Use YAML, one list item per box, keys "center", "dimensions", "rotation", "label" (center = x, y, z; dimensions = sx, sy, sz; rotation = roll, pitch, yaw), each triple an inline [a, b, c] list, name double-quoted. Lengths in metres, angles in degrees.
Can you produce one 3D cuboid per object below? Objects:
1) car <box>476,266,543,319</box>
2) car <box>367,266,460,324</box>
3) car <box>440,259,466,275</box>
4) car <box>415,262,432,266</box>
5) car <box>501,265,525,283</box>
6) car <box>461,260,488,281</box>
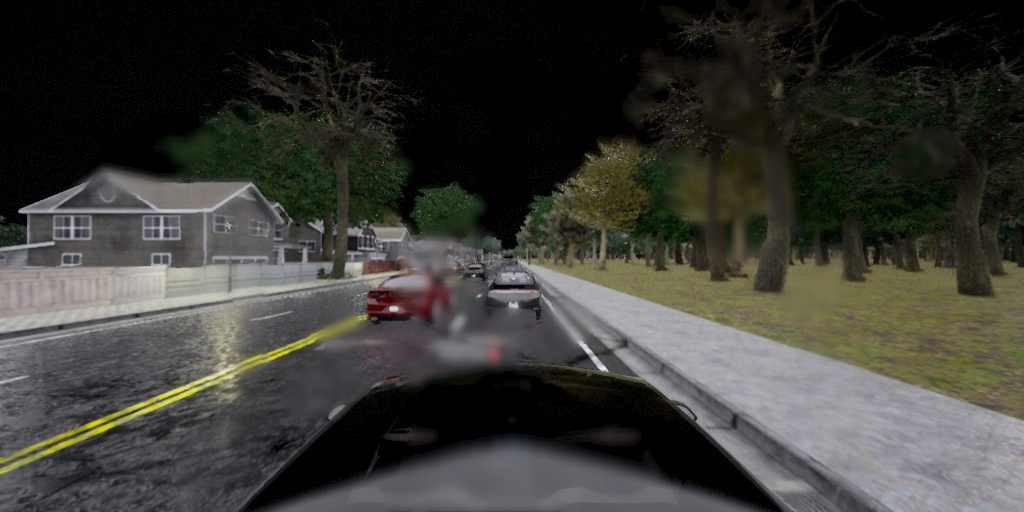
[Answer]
- center: [0.083, 1.296, 13.134]
  dimensions: [2.128, 1.511, 4.902]
  rotation: [0, 0, 0]
  label: "car"
- center: [-3.171, 1.277, 12.146]
  dimensions: [1.882, 1.535, 5.008]
  rotation: [0, 0, 0]
  label: "car"
- center: [-6.599, 1.277, 38.919]
  dimensions: [2.097, 1.767, 4.553]
  rotation: [0, 0, 0]
  label: "car"
- center: [-9.849, 1.418, 39.019]
  dimensions: [2.128, 1.511, 4.902]
  rotation: [0, 0, 0]
  label: "car"
- center: [0.089, 1.487, 30.583]
  dimensions: [1.895, 1.301, 4.718]
  rotation: [0, 0, 0]
  label: "car"
- center: [-3.161, 1.399, 32.357]
  dimensions: [1.837, 1.490, 4.892]
  rotation: [0, 0, 0]
  label: "car"
